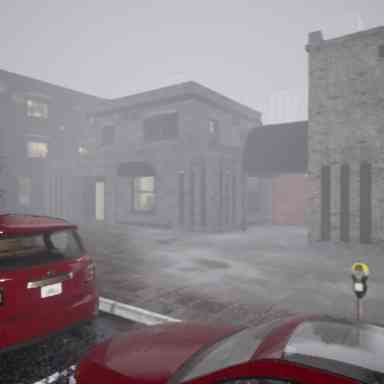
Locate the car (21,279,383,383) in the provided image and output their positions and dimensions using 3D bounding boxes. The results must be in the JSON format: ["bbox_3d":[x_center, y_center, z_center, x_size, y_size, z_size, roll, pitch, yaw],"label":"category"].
[{"bbox_3d":[0.827,1.579,2.287,4.206,1.307,1.802,0,0,35],"label":"car"}]

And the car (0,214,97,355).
[{"bbox_3d":[-3.681,1.286,5.503,5.009,1.841,2.192,0,0,35],"label":"car"}]
